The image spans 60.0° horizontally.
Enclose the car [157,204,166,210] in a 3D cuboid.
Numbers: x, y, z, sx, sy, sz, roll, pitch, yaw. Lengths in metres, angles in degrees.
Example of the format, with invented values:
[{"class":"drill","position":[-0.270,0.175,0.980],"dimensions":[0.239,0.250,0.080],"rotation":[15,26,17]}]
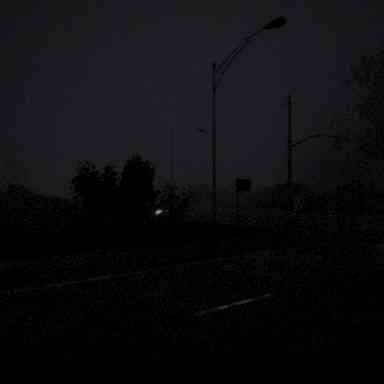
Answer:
[{"class":"car","position":[-4.767,1.509,43.304],"dimensions":[1.812,1.442,4.674],"rotation":[0,0,-39]}]
